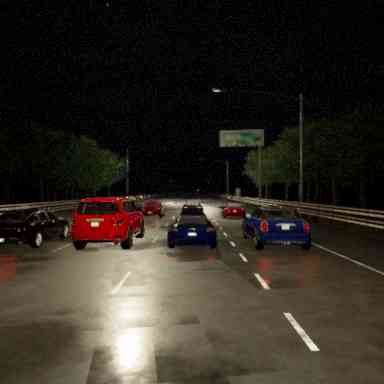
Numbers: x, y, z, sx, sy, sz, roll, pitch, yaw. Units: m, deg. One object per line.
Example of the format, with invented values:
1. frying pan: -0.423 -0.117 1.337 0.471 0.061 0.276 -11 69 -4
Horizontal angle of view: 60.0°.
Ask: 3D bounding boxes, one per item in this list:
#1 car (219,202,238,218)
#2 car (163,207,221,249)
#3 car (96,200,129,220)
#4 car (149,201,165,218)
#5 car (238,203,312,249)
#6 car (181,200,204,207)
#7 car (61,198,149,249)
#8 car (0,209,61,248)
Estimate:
1. car: 3.548 1.560 29.583 1.994 1.385 4.181 0 0 0
2. car: 0.011 1.570 14.610 1.994 1.385 4.181 0 0 0
3. car: -6.952 1.504 29.617 1.837 1.490 4.892 0 0 0
4. car: -3.452 1.520 29.606 1.812 1.442 4.674 0 0 0
5. car: 3.511 1.364 14.574 2.097 1.767 4.553 0 0 0
6. car: 0.048 1.483 29.595 2.128 1.511 4.902 0 0 0
7. car: -3.488 1.256 14.646 2.150 2.045 5.566 0 0 0
8. car: -6.988 1.514 14.621 1.837 1.490 4.892 0 0 0
